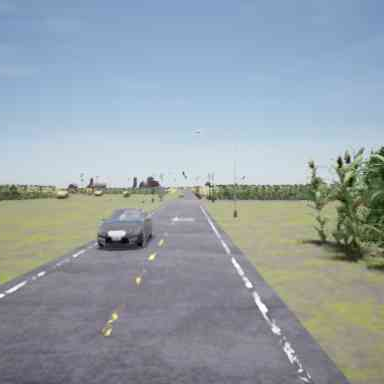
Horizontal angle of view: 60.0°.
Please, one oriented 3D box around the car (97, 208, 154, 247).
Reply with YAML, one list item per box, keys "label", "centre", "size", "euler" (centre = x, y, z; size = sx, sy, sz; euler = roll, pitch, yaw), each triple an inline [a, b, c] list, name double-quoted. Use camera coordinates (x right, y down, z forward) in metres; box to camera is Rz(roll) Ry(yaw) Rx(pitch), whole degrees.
- label: "car"
  centre: [-2.853, 1.491, 15.027]
  size: [2.128, 1.511, 4.902]
  euler: [0, 0, 0]
